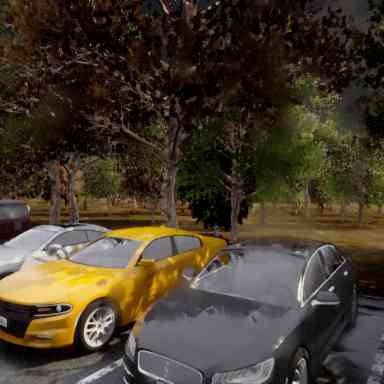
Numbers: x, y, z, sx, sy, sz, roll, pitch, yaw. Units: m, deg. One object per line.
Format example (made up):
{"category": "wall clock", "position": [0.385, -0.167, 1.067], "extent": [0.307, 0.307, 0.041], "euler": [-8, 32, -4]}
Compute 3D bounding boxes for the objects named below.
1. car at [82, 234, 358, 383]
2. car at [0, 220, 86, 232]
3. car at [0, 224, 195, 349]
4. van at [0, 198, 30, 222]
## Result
{"category": "car", "position": [1.162, 1.482, 4.938], "extent": [2.231, 1.521, 4.892], "euler": [0, 0, 35]}
{"category": "car", "position": [-3.380, 1.522, 8.164], "extent": [2.002, 1.452, 4.674], "euler": [0, 0, 35]}
{"category": "car", "position": [-1.108, 1.481, 6.551], "extent": [2.097, 1.535, 5.008], "euler": [0, 0, 35]}
{"category": "van", "position": [-7.987, 1.256, 11.295], "extent": [1.878, 1.987, 4.442], "euler": [0, 0, 35]}
